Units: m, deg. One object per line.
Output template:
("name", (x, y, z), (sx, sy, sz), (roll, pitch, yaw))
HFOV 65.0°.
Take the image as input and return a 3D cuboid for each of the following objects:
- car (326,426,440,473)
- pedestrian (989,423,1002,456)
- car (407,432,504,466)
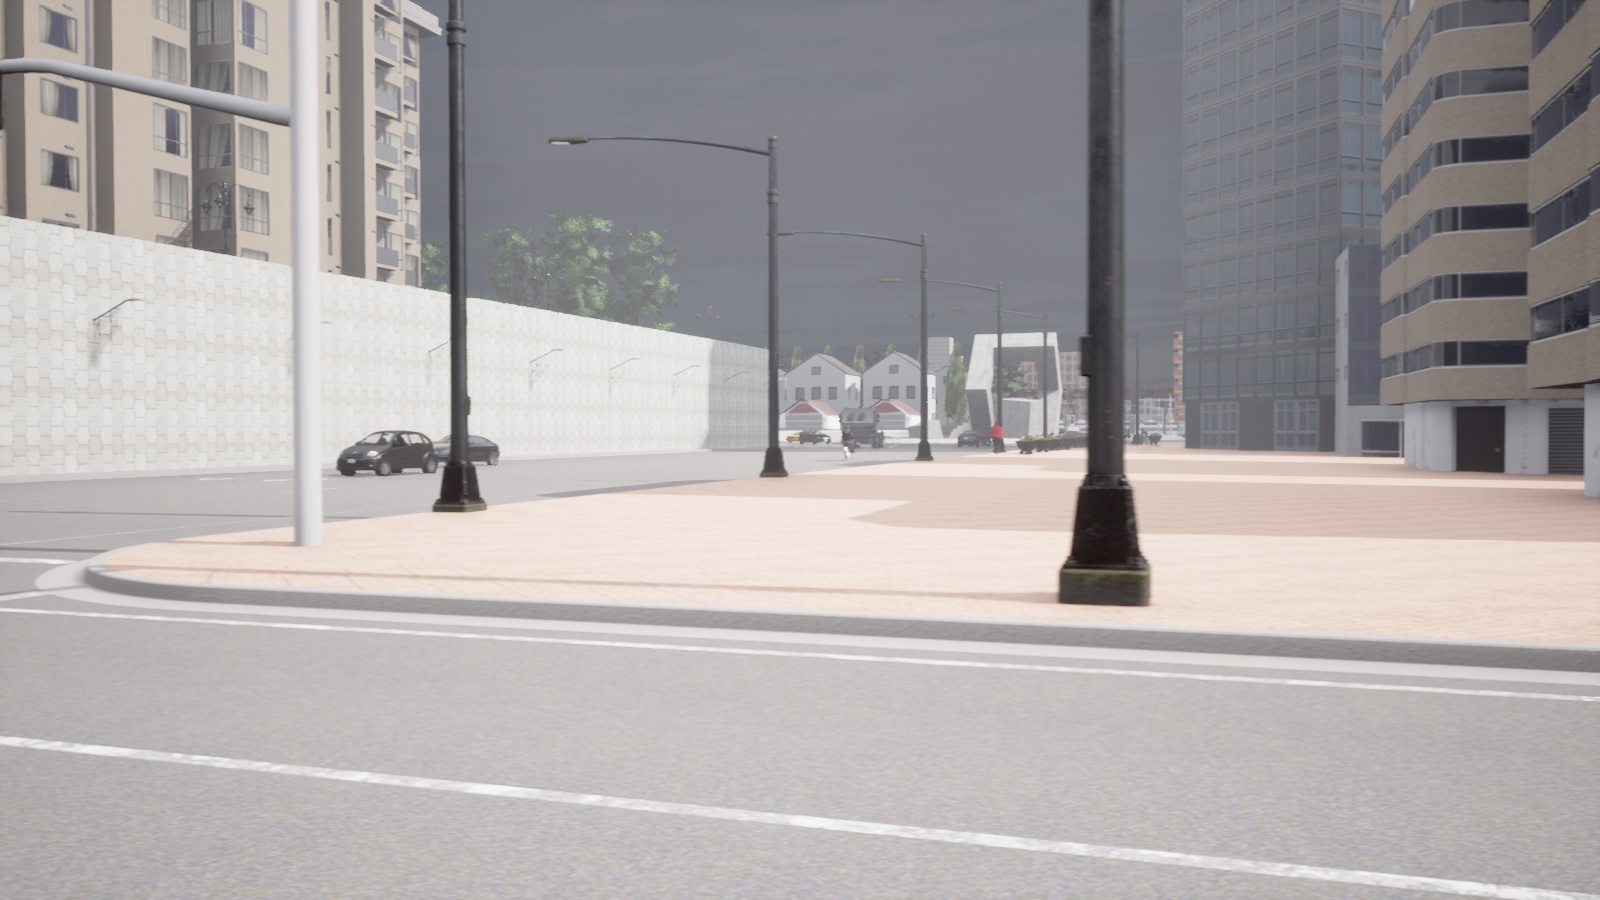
("car", (-14.884, -0.052, 45.043), (1.851, 1.617, 3.988), (1, 1, 19))
("pedestrian", (10.997, -0.607, 70.598), (0.634, 1.844, 0.899), (0, 1, 17))
("car", (-15.091, -0.090, 55.323), (1.812, 1.442, 4.674), (1, 1, 19))
